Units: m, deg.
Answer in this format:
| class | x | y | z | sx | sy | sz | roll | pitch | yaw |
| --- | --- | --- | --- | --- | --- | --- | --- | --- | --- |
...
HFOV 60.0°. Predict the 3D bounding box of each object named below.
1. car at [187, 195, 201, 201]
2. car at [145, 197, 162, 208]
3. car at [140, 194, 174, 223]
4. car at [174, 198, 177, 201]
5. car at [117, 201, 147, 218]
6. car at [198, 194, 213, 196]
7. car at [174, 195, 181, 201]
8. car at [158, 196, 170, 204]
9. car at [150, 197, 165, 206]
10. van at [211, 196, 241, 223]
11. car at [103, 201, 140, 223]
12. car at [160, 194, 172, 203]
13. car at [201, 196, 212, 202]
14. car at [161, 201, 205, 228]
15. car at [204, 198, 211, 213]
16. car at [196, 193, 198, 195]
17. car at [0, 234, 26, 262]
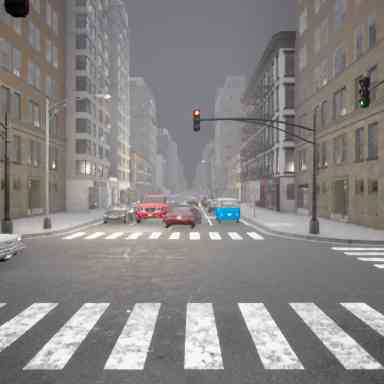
| class | x | y | z | sx | sy | sz | roll | pitch | yaw |
| --- | --- | --- | --- | --- | --- | --- | --- | --- | --- |
| car | 0.032 | 1.591 | 53.151 | 1.895 | 1.301 | 4.718 | 0 | 0 | 0 |
| car | -5.447 | 1.519 | 47.480 | 1.752 | 1.417 | 4.829 | 0 | 0 | 0 |
| car | -2.880 | 1.220 | 25.605 | 2.150 | 2.045 | 5.566 | 0 | 0 | 0 |
| car | -2.896 | 1.599 | 35.421 | 1.895 | 1.301 | 4.718 | 0 | 0 | 0 |
| car | -5.426 | 1.543 | 30.604 | 1.887 | 1.381 | 4.507 | 0 | 0 | 0 |
| car | 2.571 | 1.305 | 53.348 | 2.192 | 1.841 | 5.009 | 0 | 0 | 0 |
| car | -2.892 | 1.500 | 45.481 | 1.837 | 1.490 | 4.892 | 0 | 0 | 0 |
| car | -5.468 | 1.547 | 64.695 | 1.947 | 1.339 | 4.313 | 0 | 0 | 0 |
| car | -5.454 | 1.556 | 53.332 | 1.947 | 1.339 | 4.313 | 0 | 0 | 0 |
| van | 2.605 | 1.340 | 24.941 | 1.690 | 1.788 | 3.998 | 0 | 0 | 0 |
| car | -5.420 | 1.549 | 24.923 | 2.008 | 1.369 | 4.403 | 0 | 0 | 0 |
| car | -5.475 | 1.292 | 70.377 | 2.192 | 1.841 | 5.009 | 0 | 0 | 0 |
| car | 2.578 | 1.576 | 47.666 | 1.802 | 1.307 | 4.206 | 0 | 0 | 0 |
| car | -0.519 | 1.563 | 22.399 | 1.994 | 1.385 | 4.181 | 0 | 0 | 7 |
| car | 2.592 | 1.580 | 36.303 | 1.802 | 1.307 | 4.206 | 0 | 0 | 0 |
| car | 2.529 | 1.531 | 87.435 | 1.947 | 1.339 | 4.313 | 0 | 0 | 0 |
| car | -7.582 | 1.567 | 9.786 | 4.718 | 1.301 | 1.895 | 0 | 0 | 0 |
